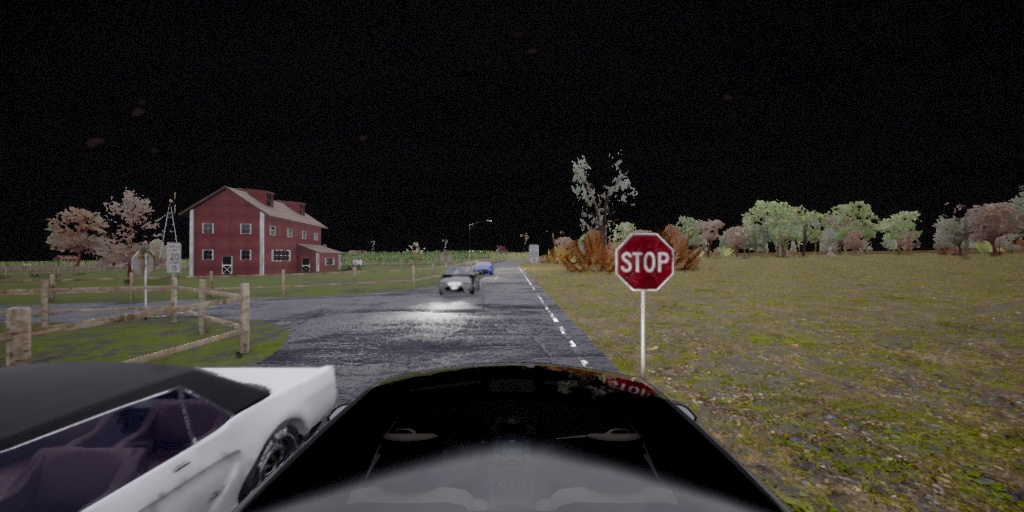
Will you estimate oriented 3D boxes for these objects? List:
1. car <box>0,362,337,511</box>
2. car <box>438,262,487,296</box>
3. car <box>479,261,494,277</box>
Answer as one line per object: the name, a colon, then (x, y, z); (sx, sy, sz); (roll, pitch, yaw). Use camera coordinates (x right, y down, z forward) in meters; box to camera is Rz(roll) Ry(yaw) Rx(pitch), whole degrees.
car: (-2.748, 1.351, 1.495); (1.895, 1.301, 4.718); (0, 0, 0)
car: (-2.797, 1.273, 19.793); (2.128, 1.511, 4.902); (-1, 0, 0)
car: (-2.819, 1.248, 36.454); (1.882, 1.535, 5.008); (0, 0, 0)
